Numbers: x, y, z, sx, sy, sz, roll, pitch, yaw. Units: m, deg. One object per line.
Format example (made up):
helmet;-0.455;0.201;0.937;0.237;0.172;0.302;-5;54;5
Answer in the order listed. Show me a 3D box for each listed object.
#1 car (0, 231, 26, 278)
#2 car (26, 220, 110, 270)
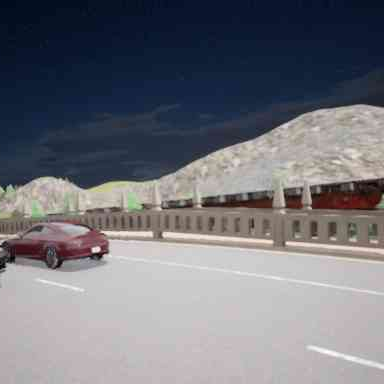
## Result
car;-6.854;1.706;8.881;4.902;1.511;2.128;-3;-2;35
car;-4.886;1.743;11.776;4.674;1.442;1.812;-3;-2;35
